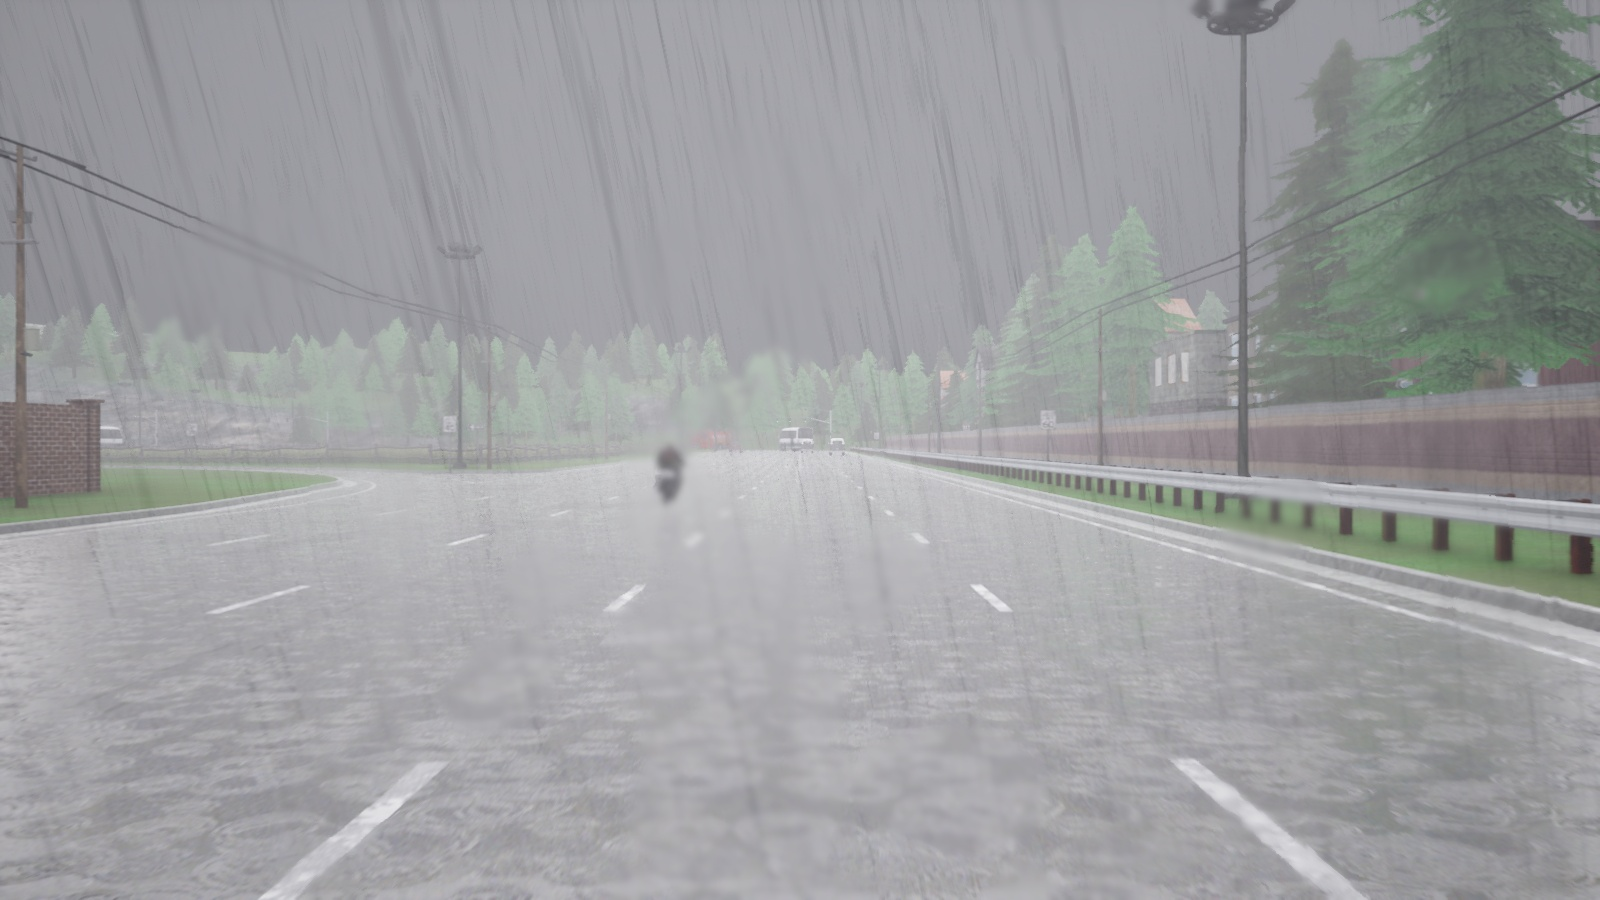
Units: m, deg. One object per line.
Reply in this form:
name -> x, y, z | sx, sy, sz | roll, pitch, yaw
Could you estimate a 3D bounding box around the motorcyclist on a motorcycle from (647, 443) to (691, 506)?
motorcyclist on a motorcycle -> -3.304, 0.598, 31.892 | 0.866, 1.530, 2.191 | 0, 0, 0
